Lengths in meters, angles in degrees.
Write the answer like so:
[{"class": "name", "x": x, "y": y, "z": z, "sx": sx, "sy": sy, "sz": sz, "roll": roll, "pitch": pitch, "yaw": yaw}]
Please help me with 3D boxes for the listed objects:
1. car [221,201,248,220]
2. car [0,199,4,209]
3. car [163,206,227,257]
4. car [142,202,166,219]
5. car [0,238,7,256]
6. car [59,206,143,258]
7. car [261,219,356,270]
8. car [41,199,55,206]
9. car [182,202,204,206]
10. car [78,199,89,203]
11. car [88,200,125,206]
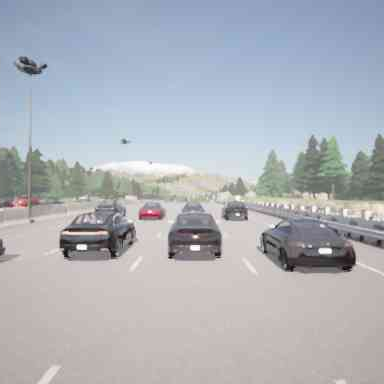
[{"class": "car", "x": 3.601, "y": 1.519, "z": 28.591, "sx": 1.837, "sy": 1.490, "sz": 4.892, "roll": 0, "pitch": 0, "yaw": 0}, {"class": "car", "x": -28.063, "y": 1.738, "z": 49.484, "sx": 1.812, "sy": 1.442, "sz": 4.674, "roll": 0, "pitch": -1, "yaw": 0}, {"class": "car", "x": 0.100, "y": 1.507, "z": 12.891, "sx": 1.837, "sy": 1.490, "sz": 4.892, "roll": 0, "pitch": 0, "yaw": 0}, {"class": "car", "x": -3.399, "y": 1.579, "z": 28.874, "sx": 1.994, "sy": 1.385, "sz": 4.181, "roll": 0, "pitch": 0, "yaw": 0}, {"class": "car", "x": -6.899, "y": 1.549, "z": 8.258, "sx": 2.033, "sy": 1.411, "sz": 5.357, "roll": 0, "pitch": 0, "yaw": 0}, {"class": "car", "x": -3.400, "y": 1.494, "z": 12.697, "sx": 2.128, "sy": 1.511, "sz": 4.902, "roll": 0, "pitch": 0, "yaw": 0}, {"class": "car", "x": 3.600, "y": 1.565, "z": 10.992, "sx": 1.994, "sy": 1.385, "sz": 4.181, "roll": 0, "pitch": 0, "yaw": 0}, {"class": "car", "x": -21.069, "y": 1.760, "z": 49.543, "sx": 2.033, "sy": 1.411, "sz": 5.357, "roll": 0, "pitch": -1, "yaw": 0}, {"class": "car", "x": 0.101, "y": 1.579, "z": 29.151, "sx": 1.994, "sy": 1.385, "sz": 4.181, "roll": 0, "pitch": 0, "yaw": 0}, {"class": "car", "x": -17.551, "y": 1.764, "z": 53.311, "sx": 2.128, "sy": 1.511, "sz": 4.902, "roll": 0, "pitch": -1, "yaw": 1}, {"class": "car", "x": -6.899, "y": 1.505, "z": 28.459, "sx": 2.128, "sy": 1.511, "sz": 4.902, "roll": 0, "pitch": 0, "yaw": 0}]
